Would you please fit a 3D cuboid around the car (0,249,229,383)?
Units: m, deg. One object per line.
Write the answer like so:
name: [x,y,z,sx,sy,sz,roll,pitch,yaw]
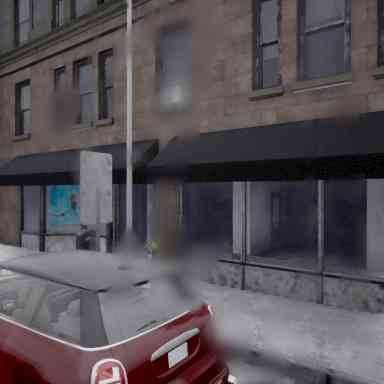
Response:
car: [-1.699,1.440,4.025,4.097,1.590,1.967,0,0,36]
